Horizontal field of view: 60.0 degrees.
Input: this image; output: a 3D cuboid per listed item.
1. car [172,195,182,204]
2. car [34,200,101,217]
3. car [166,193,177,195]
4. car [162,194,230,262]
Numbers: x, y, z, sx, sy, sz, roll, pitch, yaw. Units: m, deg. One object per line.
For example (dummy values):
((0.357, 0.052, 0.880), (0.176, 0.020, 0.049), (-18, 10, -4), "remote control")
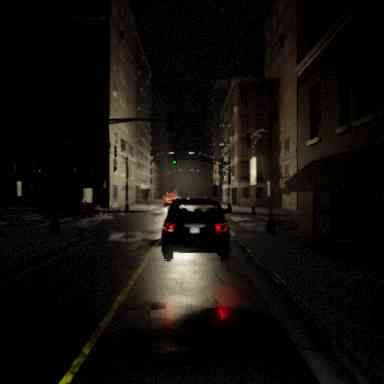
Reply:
((-2.965, 1.455, 65.863), (1.837, 1.490, 4.892), (0, 0, 0), "car")
((-10.711, 1.390, 28.987), (5.357, 1.411, 2.033), (1, 0, -3), "car")
((-3.068, 1.187, 49.707), (2.150, 2.045, 5.566), (0, 0, 0), "car")
((0.235, 1.215, 12.346), (2.150, 2.045, 5.566), (0, 0, 3), "car")
